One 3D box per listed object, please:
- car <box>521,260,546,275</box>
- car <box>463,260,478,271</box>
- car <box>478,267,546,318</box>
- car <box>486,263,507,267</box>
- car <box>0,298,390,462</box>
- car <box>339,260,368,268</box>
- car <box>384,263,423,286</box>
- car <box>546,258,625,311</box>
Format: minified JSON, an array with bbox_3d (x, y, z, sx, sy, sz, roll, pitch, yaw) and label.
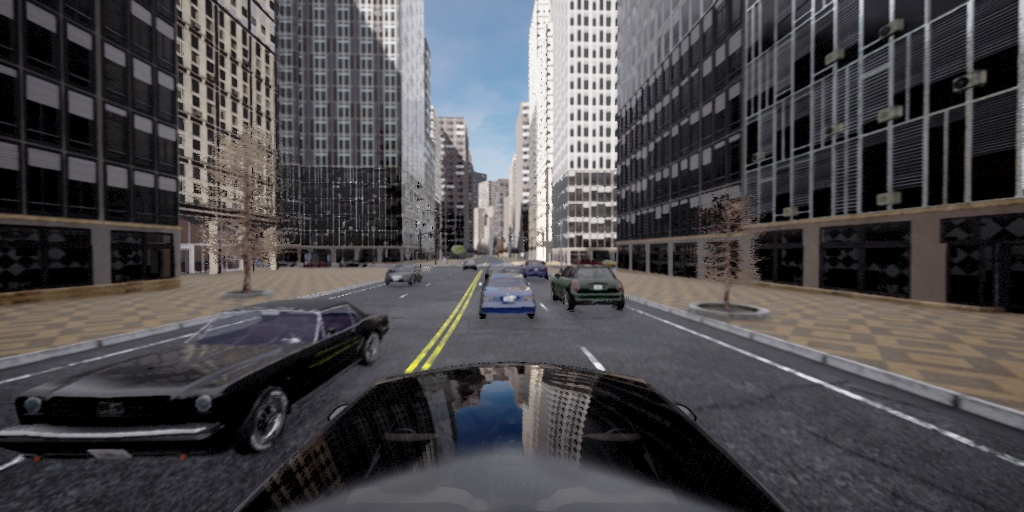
[{"bbox_3d":[1.885,1.121,31.795,2.097,1.767,4.553,0,0,-4],"label":"car"},{"bbox_3d":[-5.941,1.285,51.149,1.882,1.535,5.008,0,0,-4],"label":"car"},{"bbox_3d":[-0.242,1.310,13.039,2.033,1.411,5.357,0,0,-3],"label":"car"},{"bbox_3d":[-1.447,1.343,33.017,1.994,1.385,4.181,0,0,-4],"label":"car"},{"bbox_3d":[-3.430,1.363,5.228,1.895,1.301,4.718,0,0,-1],"label":"car"},{"bbox_3d":[-25.931,1.298,58.684,4.313,1.339,1.948,0,0,-2],"label":"car"},{"bbox_3d":[-7.706,1.288,25.825,2.128,1.511,4.902,0,0,-4],"label":"car"},{"bbox_3d":[2.893,1.107,14.658,2.097,1.767,4.553,0,0,-3],"label":"car"}]
